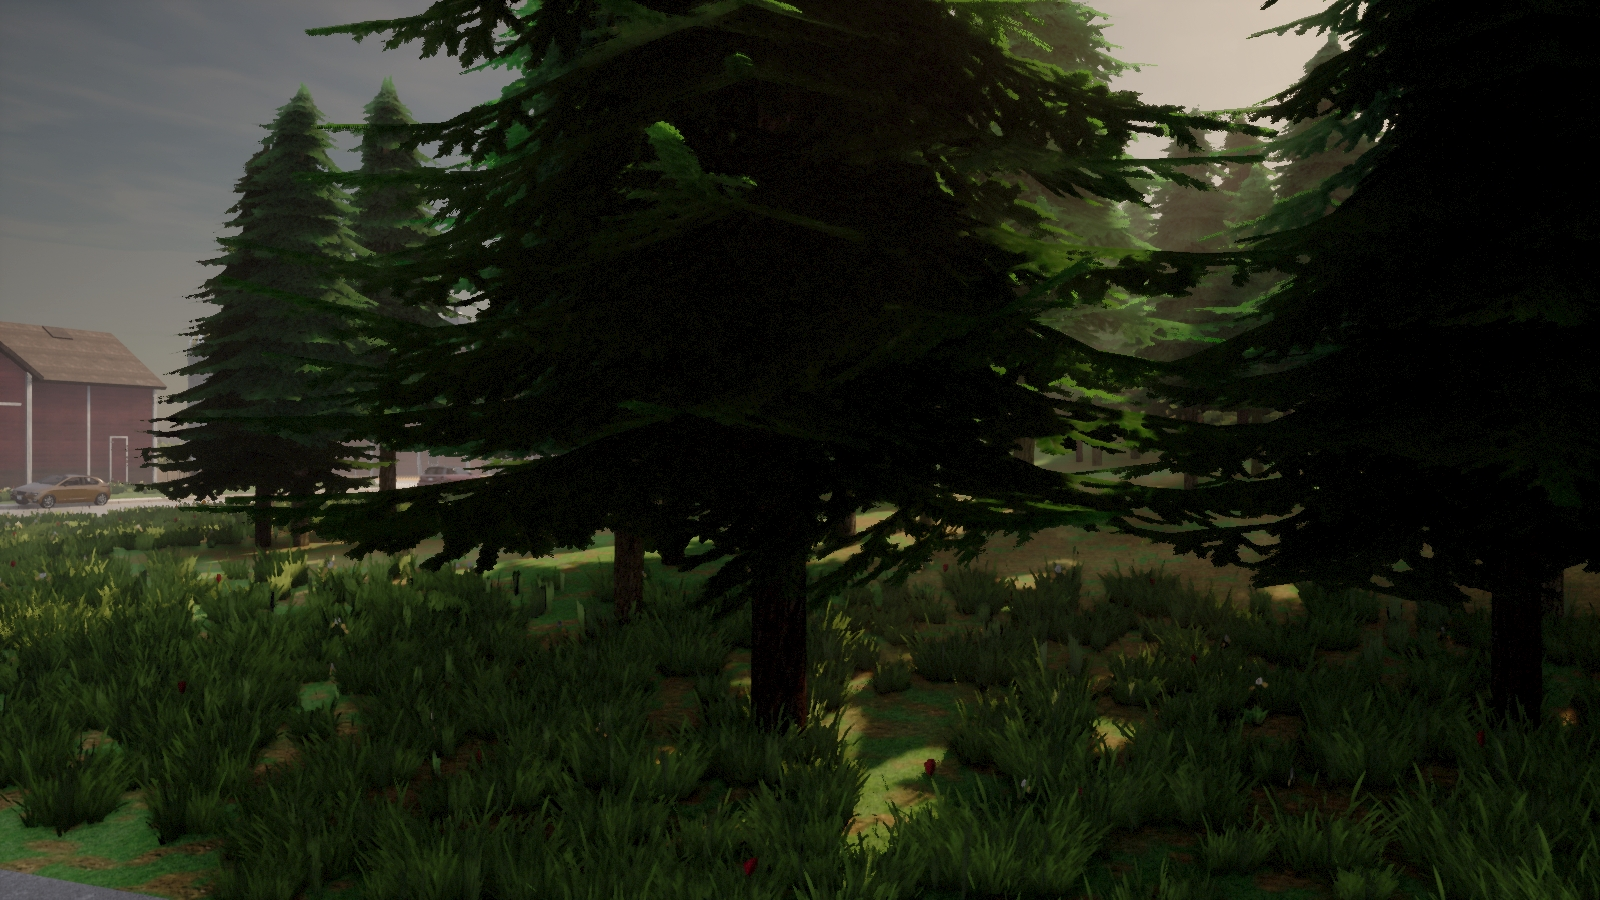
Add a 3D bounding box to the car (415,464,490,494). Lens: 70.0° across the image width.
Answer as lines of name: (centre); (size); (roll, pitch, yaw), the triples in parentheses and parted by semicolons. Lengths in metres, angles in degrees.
car: (-21.421, 1.766, 70.642); (2.097, 1.767, 4.553); (0, 0, 20)
